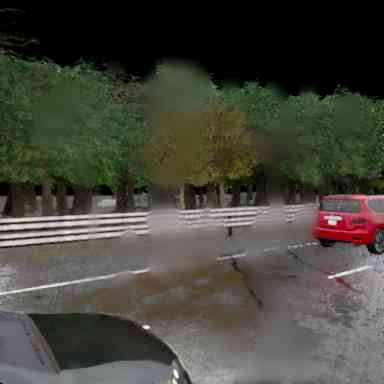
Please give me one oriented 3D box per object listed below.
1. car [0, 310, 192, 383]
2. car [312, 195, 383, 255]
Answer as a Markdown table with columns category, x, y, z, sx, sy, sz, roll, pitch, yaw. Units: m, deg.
| category | x | y | z | sx | sy | sz | roll | pitch | yaw |
| --- | --- | --- | --- | --- | --- | --- | --- | --- | --- |
| car | -2.007 | 1.566 | 2.312 | 4.181 | 1.385 | 1.994 | 0 | 0 | -36 |
| car | 7.044 | 1.132 | 13.068 | 5.566 | 2.045 | 2.150 | 0 | 0 | -35 |
